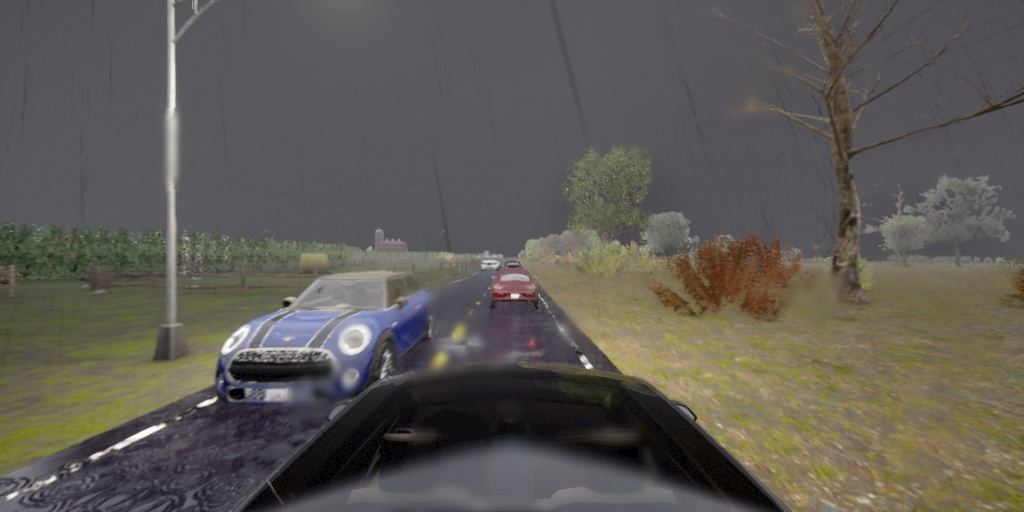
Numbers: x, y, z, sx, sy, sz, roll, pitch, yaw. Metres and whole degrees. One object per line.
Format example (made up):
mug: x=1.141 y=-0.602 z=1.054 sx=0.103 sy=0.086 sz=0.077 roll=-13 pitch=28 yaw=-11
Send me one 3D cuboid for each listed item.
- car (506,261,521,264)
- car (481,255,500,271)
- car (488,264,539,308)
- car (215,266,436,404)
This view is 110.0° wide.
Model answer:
car: x=0.109 y=1.225 z=33.316 sx=1.837 sy=1.490 sz=4.892 roll=0 pitch=0 yaw=0
car: x=-2.823 y=0.942 z=47.282 sx=2.150 sy=2.045 sz=5.566 roll=0 pitch=0 yaw=0
car: x=0.105 y=1.257 z=15.075 sx=1.812 sy=1.442 sz=4.674 roll=0 pitch=0 yaw=0
car: x=-2.849 y=1.094 z=6.605 sx=2.097 sy=1.767 sz=4.553 roll=0 pitch=0 yaw=0
